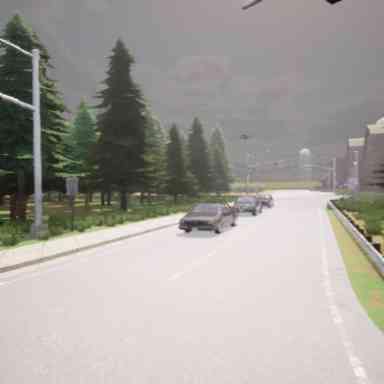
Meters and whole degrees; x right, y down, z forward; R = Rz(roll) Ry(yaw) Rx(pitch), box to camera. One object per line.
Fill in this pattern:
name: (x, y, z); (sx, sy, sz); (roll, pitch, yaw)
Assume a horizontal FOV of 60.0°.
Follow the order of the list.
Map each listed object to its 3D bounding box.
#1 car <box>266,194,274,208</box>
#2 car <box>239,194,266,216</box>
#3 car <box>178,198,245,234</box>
car: (7.509, 0.881, 35.112); (2.033, 1.411, 5.357); (0, 1, 19)
car: (4.393, 1.037, 26.453); (1.812, 1.442, 4.674); (0, 1, 20)
car: (1.053, 1.244, 17.468); (2.033, 1.411, 5.357); (0, 1, 21)
